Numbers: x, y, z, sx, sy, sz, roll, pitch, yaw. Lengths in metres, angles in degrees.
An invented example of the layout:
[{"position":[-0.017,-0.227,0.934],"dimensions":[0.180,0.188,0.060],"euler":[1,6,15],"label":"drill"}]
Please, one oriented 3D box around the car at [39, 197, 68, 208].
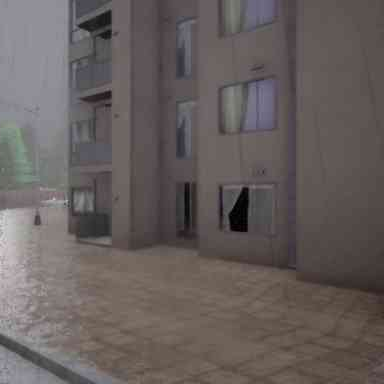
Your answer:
[{"position":[-19.799,1.457,48.362],"dimensions":[1.812,1.442,4.674],"euler":[0,0,34],"label":"car"}]
